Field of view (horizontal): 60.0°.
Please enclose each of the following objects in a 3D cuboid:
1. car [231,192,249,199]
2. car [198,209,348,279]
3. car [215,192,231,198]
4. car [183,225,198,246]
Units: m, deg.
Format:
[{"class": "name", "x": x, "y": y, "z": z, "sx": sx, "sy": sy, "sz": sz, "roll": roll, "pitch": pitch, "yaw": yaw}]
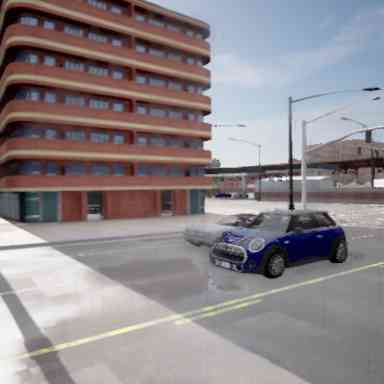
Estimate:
[{"class": "car", "x": 12.174, "y": 0.843, "z": 81.478, "sx": 3.806, "sy": 1.475, "sz": 1.970, "roll": -1, "pitch": 1, "yaw": -35}, {"class": "car", "x": 2.724, "y": 1.350, "z": 10.211, "sx": 4.553, "sy": 1.767, "sz": 2.097, "roll": 0, "pitch": 0, "yaw": -35}, {"class": "car", "x": 8.200, "y": 0.701, "z": 85.698, "sx": 4.611, "sy": 1.667, "sz": 2.242, "roll": -1, "pitch": 1, "yaw": -35}, {"class": "car", "x": 1.969, "y": 1.594, "z": 13.968, "sx": 4.718, "sy": 1.301, "sz": 1.895, "roll": 0, "pitch": 0, "yaw": -35}]
